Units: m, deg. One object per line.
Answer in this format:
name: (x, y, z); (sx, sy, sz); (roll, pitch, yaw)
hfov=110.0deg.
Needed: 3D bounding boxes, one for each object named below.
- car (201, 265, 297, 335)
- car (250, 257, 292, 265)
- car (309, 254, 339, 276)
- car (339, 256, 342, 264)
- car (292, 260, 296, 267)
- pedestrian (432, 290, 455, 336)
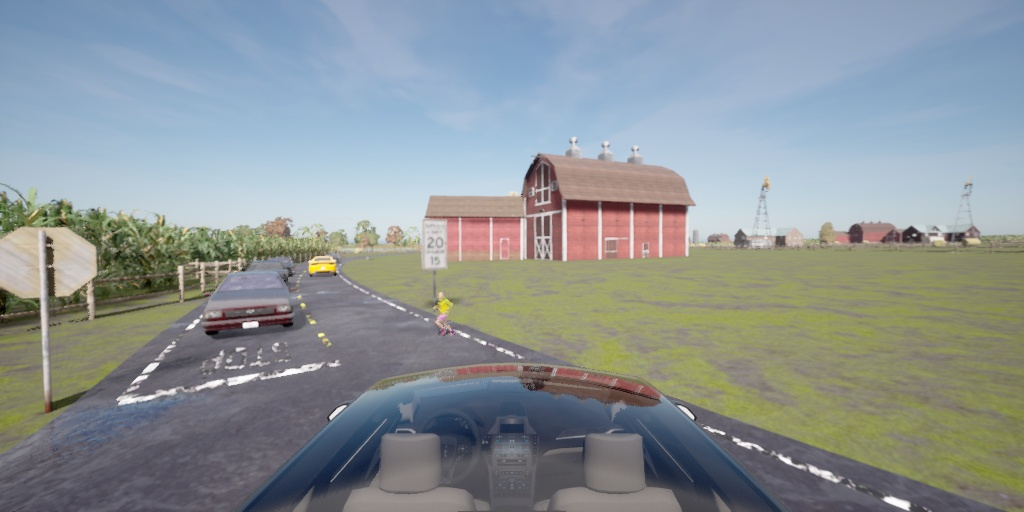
car: (-7.558, 1.174, 10.514); (2.033, 1.411, 5.357); (-1, 1, -34)
car: (-13.022, 0.970, 19.102); (1.882, 1.535, 5.008); (-1, 1, -31)
car: (-15.805, 0.766, 29.959); (1.882, 1.535, 5.008); (-1, 1, -28)
car: (-25.449, 0.414, 50.956); (1.812, 1.442, 4.674); (-1, 1, -22)
car: (-18.140, 0.831, 28.130); (2.128, 1.511, 4.902); (-1, 1, -28)
pedestrian: (-1.533, 1.301, 8.215); (0.500, 1.100, 0.500); (-2, 3, -35)
